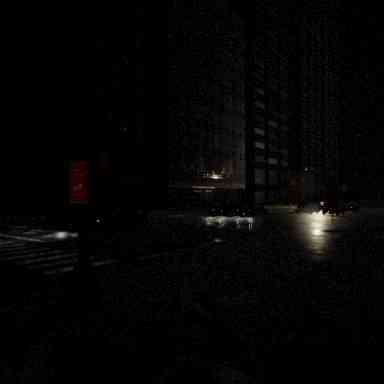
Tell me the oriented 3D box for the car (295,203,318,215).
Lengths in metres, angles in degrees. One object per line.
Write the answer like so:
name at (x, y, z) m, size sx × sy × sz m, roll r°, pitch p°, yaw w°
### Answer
car at (15.074, 2.146, 43.246) m, size 2.033 × 1.411 × 5.357 m, roll 0°, pitch -1°, yaw 36°

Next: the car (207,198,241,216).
car at (4.009, 1.710, 39.302) m, size 2.150 × 2.045 × 5.566 m, roll 0°, pitch -1°, yaw 36°

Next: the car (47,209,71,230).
car at (-7.616, 1.700, 23.295) m, size 1.882 × 1.535 × 5.008 m, roll 0°, pitch 0°, yaw 36°

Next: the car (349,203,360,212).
car at (23.525, 2.270, 49.439) m, size 2.033 × 1.411 × 5.357 m, roll 0°, pitch -1°, yaw 36°

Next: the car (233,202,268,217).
car at (6.876, 2.085, 37.717) m, size 1.895 × 1.301 × 4.718 m, roll 0°, pitch -1°, yaw 36°

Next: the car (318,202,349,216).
car at (17.481, 2.088, 41.028) m, size 1.837 × 1.490 × 4.892 m, roll 0°, pitch -1°, yaw 36°

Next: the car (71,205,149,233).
car at (-4.876, 1.703, 21.543) m, size 2.128 × 1.511 × 4.902 m, roll 0°, pitch 0°, yaw 36°

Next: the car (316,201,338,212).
car at (20.895, 2.224, 51.348) m, size 2.128 × 1.511 × 4.902 m, roll 0°, pitch -1°, yaw 36°
